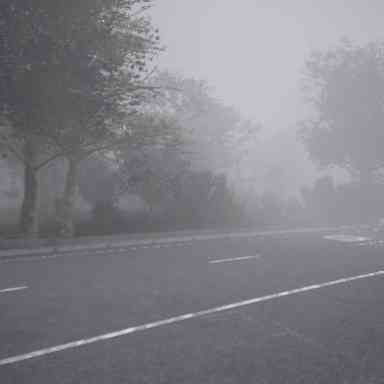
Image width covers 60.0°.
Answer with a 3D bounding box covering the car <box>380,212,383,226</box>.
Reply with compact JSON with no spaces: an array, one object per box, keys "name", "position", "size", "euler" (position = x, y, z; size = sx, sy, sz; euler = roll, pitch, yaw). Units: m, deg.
[{"name":"car","position":[13.739,1.304,19.640],"size":[5.566,2.045,2.150],"euler":[0,-1,-25]}]
